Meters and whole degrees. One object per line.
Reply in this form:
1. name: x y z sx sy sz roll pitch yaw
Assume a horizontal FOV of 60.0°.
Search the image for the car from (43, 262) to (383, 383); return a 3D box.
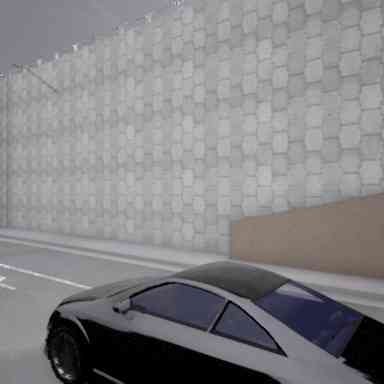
1. car: 0.117 1.562 3.899 4.181 1.385 1.994 0 0 37
